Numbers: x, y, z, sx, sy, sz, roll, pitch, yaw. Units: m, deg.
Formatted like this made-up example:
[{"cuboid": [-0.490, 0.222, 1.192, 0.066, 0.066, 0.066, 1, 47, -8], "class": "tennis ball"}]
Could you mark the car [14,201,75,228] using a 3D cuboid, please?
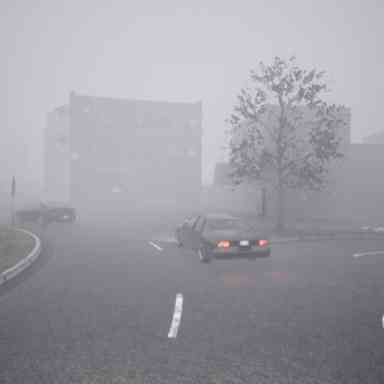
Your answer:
[{"cuboid": [-9.501, 1.334, 21.299, 5.008, 1.535, 1.882, 0, 0, 38], "class": "car"}]

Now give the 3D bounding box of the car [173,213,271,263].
[{"cuboid": [0.766, 1.461, 11.754, 2.033, 1.411, 5.357, 0, 1, -16], "class": "car"}]
